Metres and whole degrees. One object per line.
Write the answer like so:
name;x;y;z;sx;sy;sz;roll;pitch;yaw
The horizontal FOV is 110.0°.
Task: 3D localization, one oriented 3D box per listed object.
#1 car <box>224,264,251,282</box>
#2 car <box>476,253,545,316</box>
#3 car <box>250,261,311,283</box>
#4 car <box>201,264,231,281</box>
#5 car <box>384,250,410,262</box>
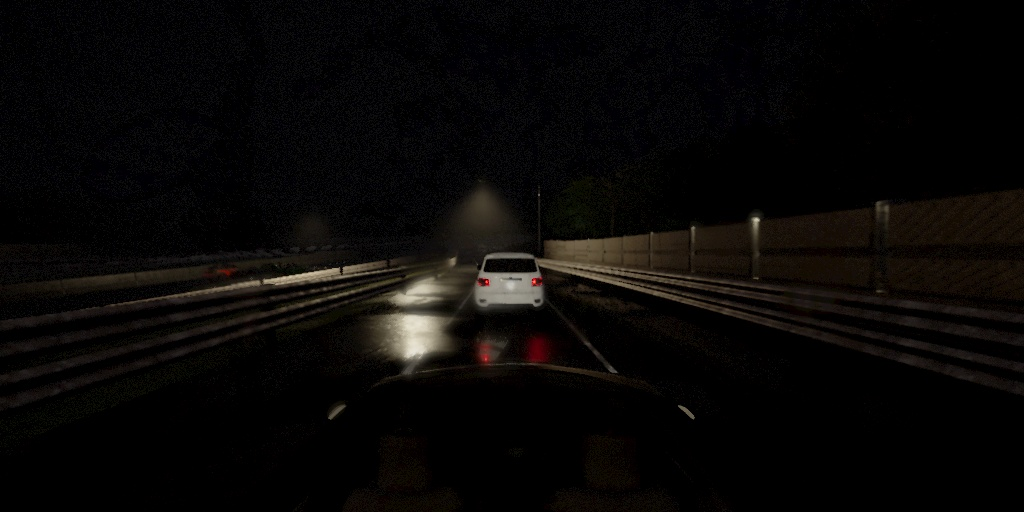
car;-27.423;1.785;38.475;1.882;1.535;5.008;0;4;10
car;-0.112;0.911;13.127;2.150;2.045;5.566;0;0;-2
car;-23.969;1.560;37.892;2.150;2.045;5.566;0;4;10
car;-30.877;1.635;39.030;2.097;1.767;4.553;0;4;10
car;-19.926;-0.008;61.295;2.097;1.767;4.553;0;4;10
